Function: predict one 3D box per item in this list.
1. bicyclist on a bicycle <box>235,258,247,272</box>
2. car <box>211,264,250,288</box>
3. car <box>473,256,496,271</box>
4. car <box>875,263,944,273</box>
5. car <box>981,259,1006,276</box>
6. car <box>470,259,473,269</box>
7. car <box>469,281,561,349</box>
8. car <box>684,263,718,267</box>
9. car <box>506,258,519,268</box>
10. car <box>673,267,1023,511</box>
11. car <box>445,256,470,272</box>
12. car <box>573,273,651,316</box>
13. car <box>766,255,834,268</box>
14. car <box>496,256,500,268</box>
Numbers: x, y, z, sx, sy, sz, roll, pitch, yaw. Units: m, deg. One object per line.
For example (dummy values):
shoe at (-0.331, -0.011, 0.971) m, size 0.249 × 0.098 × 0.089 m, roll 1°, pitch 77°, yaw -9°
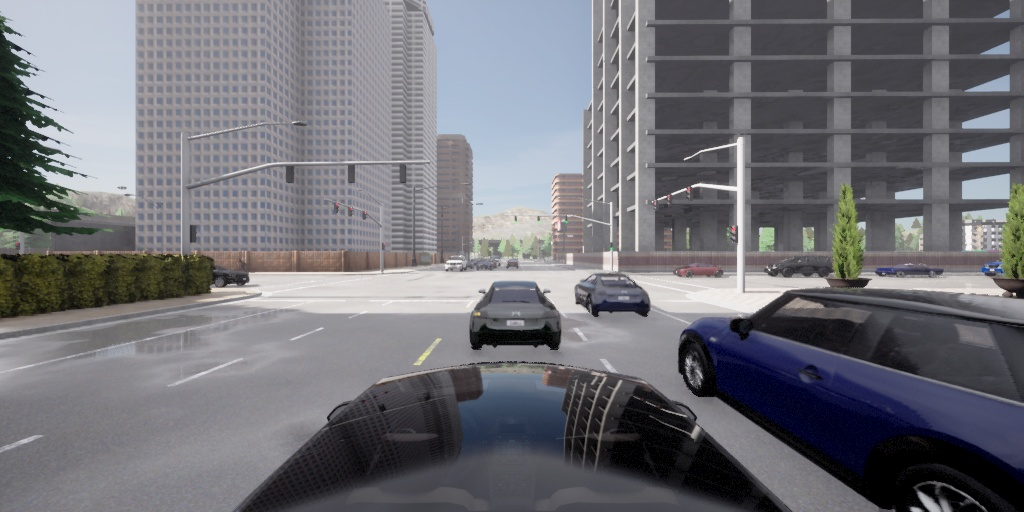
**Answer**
bicyclist on a bicycle at (-29.385, 1.051, 38.866) m, size 0.582 × 1.620 × 1.656 m, roll 0°, pitch 0°, yaw 0°
car at (-19.869, 1.228, 23.319) m, size 5.008 × 1.535 × 1.882 m, roll 0°, pitch 0°, yaw 1°
car at (-3.721, 1.102, 50.020) m, size 2.097 × 1.767 × 4.553 m, roll 0°, pitch 0°, yaw 1°
car at (37.107, 1.351, 33.638) m, size 4.718 × 1.301 × 1.895 m, roll 0°, pitch 0°, yaw 0°
car at (47.733, 0.972, 33.526) m, size 5.566 × 2.045 × 2.150 m, roll 0°, pitch 0°, yaw 1°
car at (-7.124, 1.314, 56.480) m, size 1.994 × 1.385 × 4.181 m, roll 0°, pitch 0°, yaw 1°
car at (0.070, 1.314, 9.186) m, size 1.994 × 1.385 × 4.181 m, roll 0°, pitch 0°, yaw 0°
car at (17.511, 1.314, 33.774) m, size 4.181 × 1.385 × 1.994 m, roll 0°, pitch 0°, yaw 0°
car at (0.136, 1.275, 60.798) m, size 1.812 × 1.442 × 4.674 m, roll 0°, pitch 0°, yaw 1°
car at (3.600, 1.101, 3.680) m, size 2.097 × 1.767 × 4.553 m, roll 0°, pitch 0°, yaw 0°
car at (-7.263, 0.971, 47.061) m, size 2.150 × 2.045 × 5.566 m, roll 0°, pitch 0°, yaw 1°
car at (3.573, 1.314, 13.466) m, size 1.994 × 1.385 × 4.181 m, roll 0°, pitch 0°, yaw 0°
car at (26.977, 0.971, 33.713) m, size 5.566 × 2.045 × 2.150 m, roll 0°, pitch 0°, yaw 1°
car at (-3.579, 1.102, 58.765) m, size 2.097 × 1.767 × 4.553 m, roll 0°, pitch 0°, yaw 1°
